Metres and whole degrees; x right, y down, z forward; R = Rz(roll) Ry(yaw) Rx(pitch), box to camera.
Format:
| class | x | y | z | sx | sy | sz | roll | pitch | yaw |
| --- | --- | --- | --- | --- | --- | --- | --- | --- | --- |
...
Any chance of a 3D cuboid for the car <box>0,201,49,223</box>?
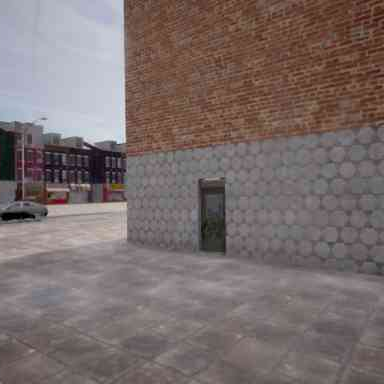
| class | x | y | z | sx | sy | sz | roll | pitch | yaw |
| --- | --- | --- | --- | --- | --- | --- | --- | --- | --- |
| car | -12.719 | 1.434 | 23.655 | 2.128 | 1.511 | 4.902 | -2 | 0 | 36 |
